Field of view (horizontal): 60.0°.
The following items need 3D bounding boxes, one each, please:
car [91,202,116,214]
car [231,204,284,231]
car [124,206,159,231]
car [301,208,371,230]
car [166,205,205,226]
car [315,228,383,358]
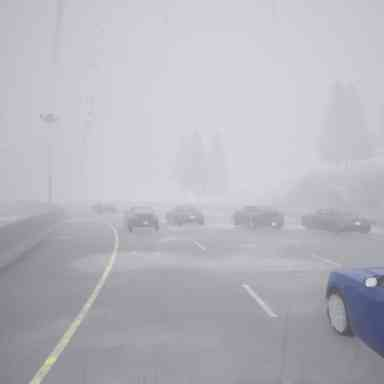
[{"bbox_3d":[-10.078,1.767,37.578,1.895,1.301,4.718,0,0,-29],"label":"car"},{"bbox_3d":[4.012,1.549,21.011,1.837,1.490,4.892,0,0,-14],"label":"car"},{"bbox_3d":[-3.280,1.607,21.242,1.812,1.442,4.674,0,0,-16],"label":"car"},{"bbox_3d":[8.074,1.581,19.052,1.994,1.385,4.181,0,0,-13],"label":"car"},{"bbox_3d":[-0.564,1.641,24.187,1.994,1.385,4.181,0,0,-18],"label":"car"},{"bbox_3d":[3.256,1.472,3.641,1.882,1.535,5.008,0,0,-2],"label":"car"}]
